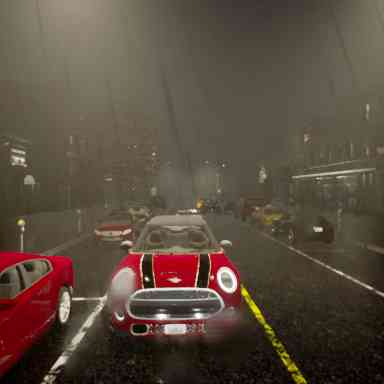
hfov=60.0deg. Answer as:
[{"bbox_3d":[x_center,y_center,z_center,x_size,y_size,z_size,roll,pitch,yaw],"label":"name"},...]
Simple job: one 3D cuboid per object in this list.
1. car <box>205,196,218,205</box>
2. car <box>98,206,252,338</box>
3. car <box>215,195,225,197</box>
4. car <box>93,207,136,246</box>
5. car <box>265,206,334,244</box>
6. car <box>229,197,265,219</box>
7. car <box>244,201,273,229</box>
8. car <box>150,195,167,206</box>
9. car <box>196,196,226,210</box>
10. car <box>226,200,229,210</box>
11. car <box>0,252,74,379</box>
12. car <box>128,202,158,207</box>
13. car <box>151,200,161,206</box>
[{"bbox_3d":[3.502,1.512,60.146,1.752,1.417,4.829,-1,0,-2],"label":"car"},{"bbox_3d":[-0.317,1.351,6.953,2.097,1.767,4.553,0,0,-2],"label":"car"},{"bbox_3d":[4.088,1.517,43.511,1.752,1.417,4.829,-1,0,-2],"label":"car"},{"bbox_3d":[-3.306,1.579,15.320,1.802,1.307,4.206,-1,0,-2],"label":"car"},{"bbox_3d":[5.069,1.563,15.617,1.947,1.339,4.313,-1,0,-2],"label":"car"},{"bbox_3d":[4.677,1.310,26.707,2.192,1.841,5.009,-1,0,-2],"label":"car"},{"bbox_3d":[4.869,1.522,21.331,1.752,1.417,4.829,-1,0,-2],"label":"car"},{"bbox_3d":[-4.284,1.306,43.045,2.192,1.841,5.009,-1,0,-2],"label":"car"},{"bbox_3d":[1.833,1.485,33.685,2.128,1.511,4.902,0,0,-2],"label":"car"},{"bbox_3d":[4.289,1.575,37.797,1.802,1.307,4.206,-1,0,-2],"label":"car"},{"bbox_3d":[-2.916,1.544,4.231,1.887,1.381,4.507,-1,0,-2],"label":"car"},{"bbox_3d":[-3.502,1.547,20.865,2.008,1.369,4.403,-1,0,-2],"label":"car"},{"bbox_3d":[-3.696,1.577,26.411,1.802,1.307,4.206,-1,0,-2],"label":"car"}]
